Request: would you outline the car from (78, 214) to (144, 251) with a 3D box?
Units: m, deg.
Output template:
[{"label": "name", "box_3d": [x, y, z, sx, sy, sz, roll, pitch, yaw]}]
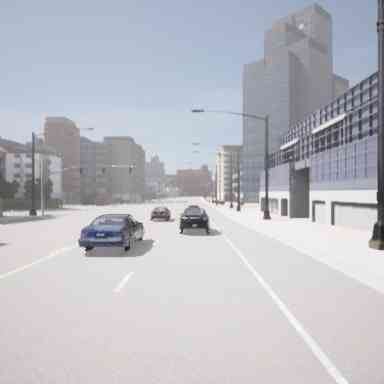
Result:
[{"label": "car", "box_3d": [-3.355, 1.678, 14.745, 2.033, 1.411, 5.357, 0, -1, 0]}]

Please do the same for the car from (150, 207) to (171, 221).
[{"label": "car", "box_3d": [-3.298, 2.278, 35.566, 2.033, 1.411, 5.357, 0, -1, 0]}]

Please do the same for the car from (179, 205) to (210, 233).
[{"label": "car", "box_3d": [0.165, 1.810, 21.880, 2.128, 1.511, 4.902, 0, -2, 0]}]

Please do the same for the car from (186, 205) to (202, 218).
[{"label": "car", "box_3d": [0.215, 2.335, 40.109, 1.837, 1.490, 4.892, 0, -2, 0]}]
